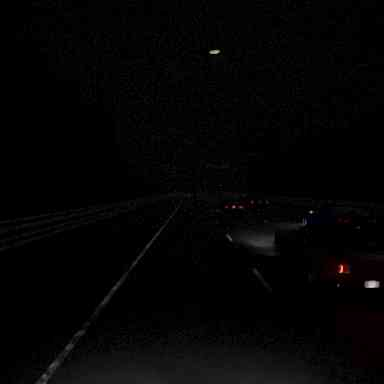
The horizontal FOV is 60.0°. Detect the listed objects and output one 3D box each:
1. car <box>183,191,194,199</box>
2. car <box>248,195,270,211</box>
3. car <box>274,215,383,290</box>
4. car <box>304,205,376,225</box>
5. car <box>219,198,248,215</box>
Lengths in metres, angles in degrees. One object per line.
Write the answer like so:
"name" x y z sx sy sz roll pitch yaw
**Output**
"car" -1.213 0.698 85.309 2.150 2.045 5.566 0 0 0
"car" 7.106 1.112 36.774 2.097 1.767 4.553 0 0 0
"car" 3.603 1.542 8.861 1.895 1.301 4.718 0 0 0
"car" 7.102 1.369 16.529 1.882 1.535 5.008 0 0 0
"car" 3.605 1.343 31.272 2.033 1.411 5.357 0 0 0
